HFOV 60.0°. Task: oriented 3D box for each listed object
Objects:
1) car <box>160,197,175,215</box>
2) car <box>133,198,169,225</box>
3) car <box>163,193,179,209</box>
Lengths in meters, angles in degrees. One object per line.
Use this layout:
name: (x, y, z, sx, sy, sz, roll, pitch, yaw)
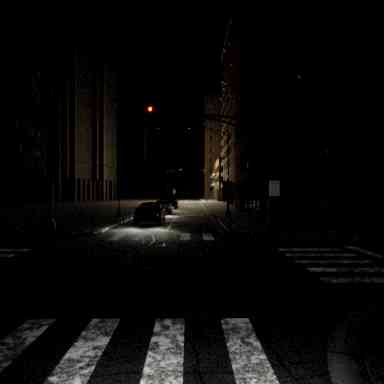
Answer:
car: (-3.036, 1.525, 34.412, 1.812, 1.442, 4.674, 0, 0, 0)
car: (-3.053, 1.477, 24.448, 1.882, 1.535, 5.008, 0, 0, 0)
car: (-3.001, 1.220, 45.122, 2.150, 2.045, 5.566, 0, 0, 1)
